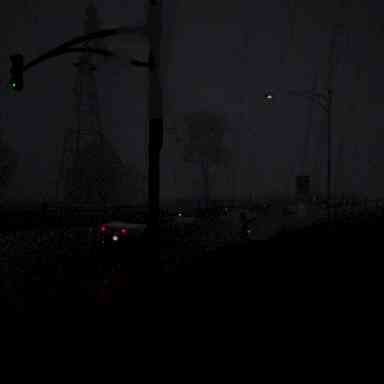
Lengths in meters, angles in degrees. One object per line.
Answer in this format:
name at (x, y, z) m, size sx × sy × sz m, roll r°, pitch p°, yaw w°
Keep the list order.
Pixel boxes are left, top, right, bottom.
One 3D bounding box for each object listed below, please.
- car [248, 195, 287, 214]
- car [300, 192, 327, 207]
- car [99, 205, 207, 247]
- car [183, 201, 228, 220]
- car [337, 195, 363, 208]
car at (7.034, 1.082, 30.653) m, size 1.882 × 1.535 × 5.008 m, roll 1°, pitch 2°, yaw 41°
car at (14.341, 0.793, 39.192) m, size 2.097 × 1.767 × 4.553 m, roll 1°, pitch 1°, yaw 41°
car at (-1.638, 1.514, 14.957) m, size 1.895 × 1.301 × 4.718 m, roll 1°, pitch 2°, yaw 40°
car at (0.377, 1.303, 22.865) m, size 2.033 × 1.411 × 5.357 m, roll 1°, pitch 1°, yaw 40°
car at (18.060, 1.028, 38.035) m, size 1.994 × 1.385 × 4.181 m, roll 1°, pitch 1°, yaw 40°
